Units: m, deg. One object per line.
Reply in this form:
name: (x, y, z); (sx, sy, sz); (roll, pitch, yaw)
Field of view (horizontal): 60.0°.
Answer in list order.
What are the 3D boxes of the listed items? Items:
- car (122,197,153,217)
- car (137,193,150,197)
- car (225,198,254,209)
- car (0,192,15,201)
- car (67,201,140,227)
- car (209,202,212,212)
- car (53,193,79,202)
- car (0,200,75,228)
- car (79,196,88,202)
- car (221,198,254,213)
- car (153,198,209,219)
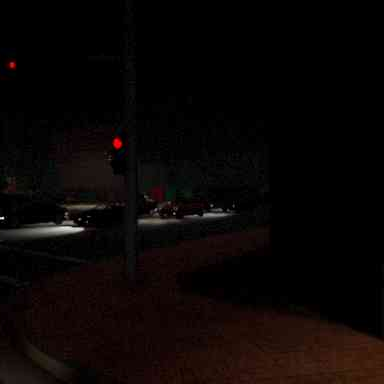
car: (-5.219, 1.491, 29.599); (2.128, 1.511, 4.902); (0, 0, 37)
car: (-8.684, 1.155, 49.565); (3.866, 1.878, 1.905); (0, 0, 35)
car: (6.483, 1.524, 45.187); (1.812, 1.442, 4.674); (0, 0, 37)
car: (-20.001, 1.156, 33.533); (3.866, 1.878, 1.905); (0, 0, 35)
car: (-5.955, 1.564, 22.721); (1.994, 1.385, 4.181); (0, 0, 36)
car: (0.380, 1.504, 37.083); (1.837, 1.490, 4.892); (0, 0, 37)
car: (-22.990, 1.152, 59.679); (4.605, 1.855, 1.932); (0, 0, 35)
car: (-10.664, 1.505, 22.195); (1.837, 1.490, 4.892); (0, 0, 36)
car: (-21.262, 1.363, 62.005); (3.905, 1.438, 1.784); (0, 0, 35)
car: (5.173, 1.600, 37.637); (1.895, 1.301, 4.718); (0, 0, 37)
car: (-0.885, 1.351, 29.551); (2.097, 1.767, 4.553); (0, 0, 37)
